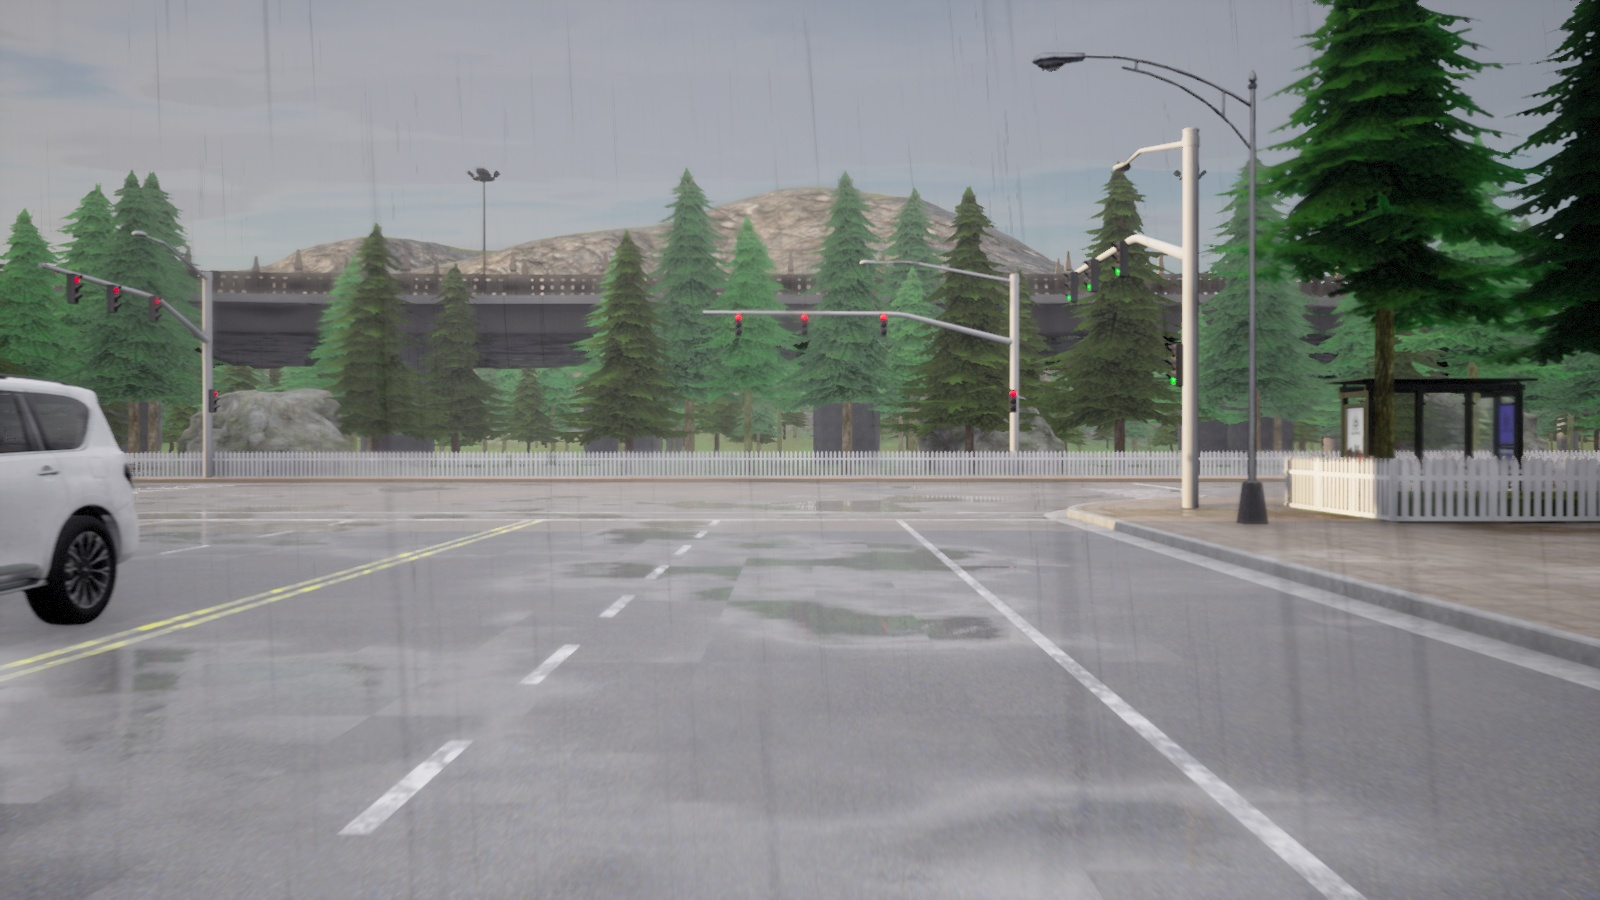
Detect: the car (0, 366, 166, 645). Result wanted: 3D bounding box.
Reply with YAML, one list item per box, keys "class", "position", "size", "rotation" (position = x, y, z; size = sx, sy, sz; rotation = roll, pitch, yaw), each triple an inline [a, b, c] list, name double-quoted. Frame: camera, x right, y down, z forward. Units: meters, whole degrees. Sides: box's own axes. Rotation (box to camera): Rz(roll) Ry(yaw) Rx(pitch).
- class: "car"
  position: [-6.934, 0.410, 8.790]
  size: [2.150, 2.045, 5.566]
  rotation: [0, 0, 0]
